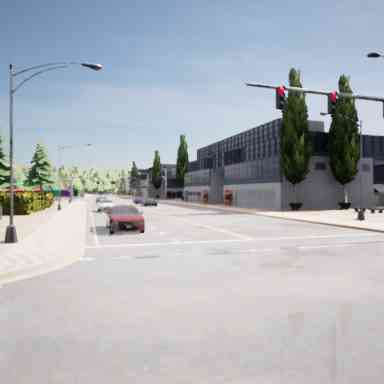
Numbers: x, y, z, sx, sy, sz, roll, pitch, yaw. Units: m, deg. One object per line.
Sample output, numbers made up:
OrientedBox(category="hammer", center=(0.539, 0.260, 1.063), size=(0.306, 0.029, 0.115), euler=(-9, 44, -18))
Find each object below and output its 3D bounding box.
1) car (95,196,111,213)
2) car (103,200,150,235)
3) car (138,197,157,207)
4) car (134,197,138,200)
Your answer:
OrientedBox(category="car", center=(-9.614, 1.522, 37.331), size=(1.812, 1.442, 4.674), euler=(0, 0, -18))
OrientedBox(category="car", center=(-3.946, 1.476, 19.334), size=(1.882, 1.535, 5.008), euler=(0, 1, -17))
OrientedBox(category="car", center=(-6.637, 1.556, 51.591), size=(1.994, 1.385, 4.181), euler=(0, 0, -17))
OrientedBox(category="car", center=(-9.625, 1.556, 60.856), size=(1.994, 1.385, 4.181), euler=(0, 0, -18))
